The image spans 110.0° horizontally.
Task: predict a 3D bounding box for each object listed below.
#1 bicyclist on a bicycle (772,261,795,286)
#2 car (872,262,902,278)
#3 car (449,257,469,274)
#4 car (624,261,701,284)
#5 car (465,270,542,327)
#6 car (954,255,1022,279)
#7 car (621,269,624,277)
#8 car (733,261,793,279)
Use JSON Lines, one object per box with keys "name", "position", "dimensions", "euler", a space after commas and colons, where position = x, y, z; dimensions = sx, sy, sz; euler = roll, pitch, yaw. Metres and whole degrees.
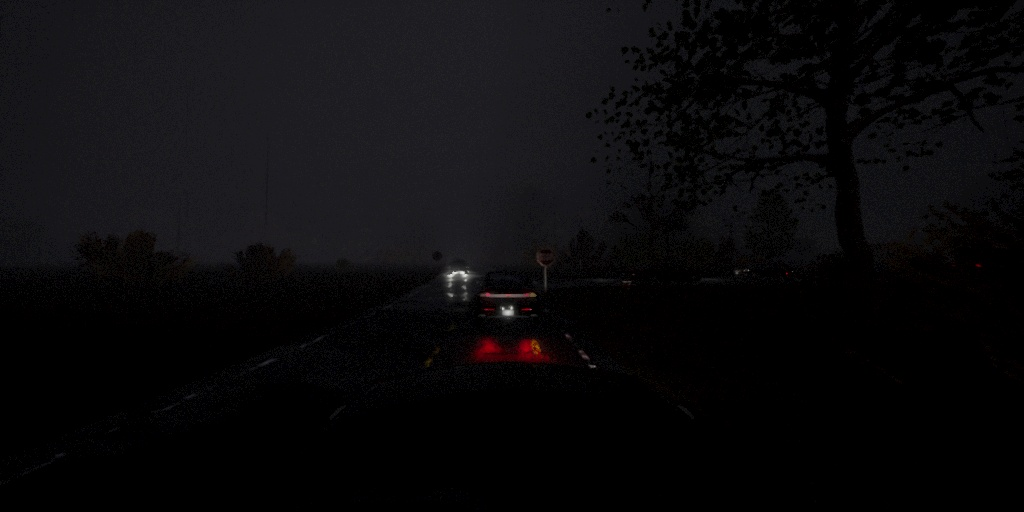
{"name": "bicyclist on a bicycle", "position": [17.940, 1.158, 23.733], "dimensions": [0.582, 1.620, 1.656], "euler": [0, 0, -9]}
{"name": "car", "position": [33.848, 1.259, 32.708], "dimensions": [5.357, 1.411, 2.033], "euler": [0, 0, -9]}
{"name": "car", "position": [-5.807, 1.136, 39.272], "dimensions": [1.837, 1.490, 4.892], "euler": [0, 0, -8]}
{"name": "car", "position": [11.092, 1.169, 25.907], "dimensions": [5.008, 1.535, 1.882], "euler": [0, 0, -9]}
{"name": "car", "position": [-0.164, 1.211, 11.463], "dimensions": [2.128, 1.511, 4.902], "euler": [0, 0, -2]}
{"name": "car", "position": [41.047, 0.941, 30.699], "dimensions": [5.566, 2.045, 2.150], "euler": [0, 0, -8]}
{"name": "car", "position": [11.300, 1.195, 29.094], "dimensions": [4.892, 1.490, 1.837], "euler": [0, 0, -9]}
{"name": "car", "position": [21.446, 1.192, 30.728], "dimensions": [4.902, 1.511, 2.128], "euler": [0, 0, -9]}
